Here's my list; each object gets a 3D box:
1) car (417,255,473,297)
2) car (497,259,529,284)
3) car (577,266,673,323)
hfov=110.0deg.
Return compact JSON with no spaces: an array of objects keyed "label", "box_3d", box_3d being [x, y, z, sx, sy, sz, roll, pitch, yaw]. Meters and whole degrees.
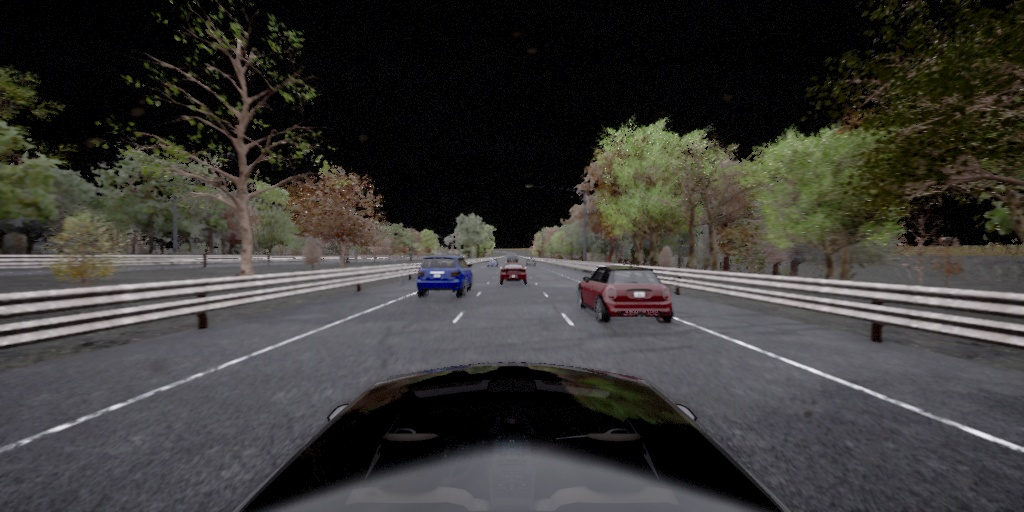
[{"label":"car","box_3d":[-3.397,0.982,18.928,2.150,2.045,5.566,0,0,0]},{"label":"car","box_3d":[0.101,1.241,27.513,1.882,1.535,5.008,0,0,0]},{"label":"car","box_3d":[3.601,1.108,12.252,2.097,1.767,4.553,0,0,0]}]
